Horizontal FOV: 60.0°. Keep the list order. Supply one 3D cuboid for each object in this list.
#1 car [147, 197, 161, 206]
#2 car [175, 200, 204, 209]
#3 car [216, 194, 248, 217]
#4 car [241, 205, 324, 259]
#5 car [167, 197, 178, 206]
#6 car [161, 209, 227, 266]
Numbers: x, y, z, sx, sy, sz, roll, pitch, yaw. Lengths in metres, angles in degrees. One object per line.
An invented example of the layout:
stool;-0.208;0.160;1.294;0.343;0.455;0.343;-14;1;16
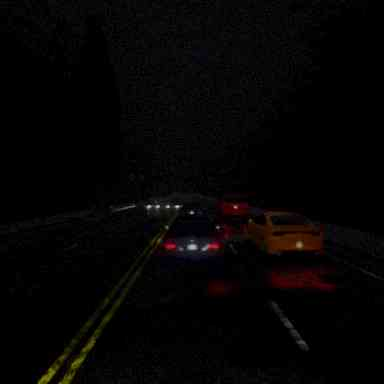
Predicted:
car;-6.578;1.583;57.984;1.837;1.490;4.892;0;0;0
car;0.012;1.536;26.429;2.033;1.411;5.357;0;0;0
car;3.272;1.212;27.482;2.150;2.045;5.566;0;0;0
car;3.279;1.464;12.624;1.882;1.535;5.008;0;0;0
car;-3.327;1.555;57.964;1.882;1.535;5.008;0;0;0
car;0.017;1.534;11.460;2.033;1.411;5.357;0;0;0
